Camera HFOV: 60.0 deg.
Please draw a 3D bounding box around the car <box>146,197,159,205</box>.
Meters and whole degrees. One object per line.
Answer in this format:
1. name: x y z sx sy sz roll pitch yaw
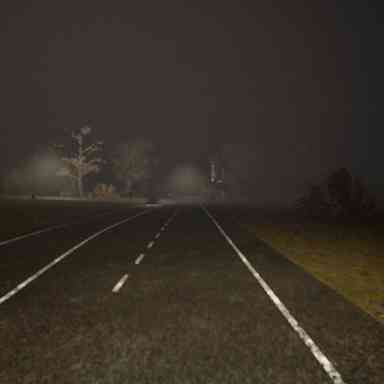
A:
1. car: -7.063 1.624 59.802 2.033 1.411 5.357 0 1 0
